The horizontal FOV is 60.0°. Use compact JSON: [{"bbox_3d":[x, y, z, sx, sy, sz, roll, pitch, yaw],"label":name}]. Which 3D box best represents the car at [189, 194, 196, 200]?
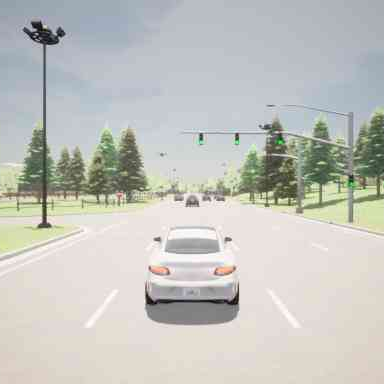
[{"bbox_3d":[0.134,1.406,92.894,1.837,1.490,4.892,0,0,0],"label":"car"}]

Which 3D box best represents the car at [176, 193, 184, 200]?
[{"bbox_3d":[-3.366,1.261,92.869,2.097,1.767,4.553,0,0,0],"label":"car"}]

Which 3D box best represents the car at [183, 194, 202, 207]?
[{"bbox_3d":[0.075,1.393,51.831,2.097,1.767,4.553,0,0,0],"label":"car"}]

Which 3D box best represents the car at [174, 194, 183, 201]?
[{"bbox_3d":[-3.381,1.609,82.862,1.994,1.385,4.181,0,0,0],"label":"car"}]

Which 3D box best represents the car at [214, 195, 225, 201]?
[{"bbox_3d":[7.119,1.582,82.464,2.128,1.511,4.902,0,0,0],"label":"car"}]

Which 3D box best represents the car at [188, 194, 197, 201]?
[{"bbox_3d":[0.119,1.413,82.861,2.097,1.767,4.553,0,0,0],"label":"car"}]

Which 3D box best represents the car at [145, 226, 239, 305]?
[{"bbox_3d":[0.018,1.532,7.958,1.812,1.442,4.674,0,0,0],"label":"car"}]

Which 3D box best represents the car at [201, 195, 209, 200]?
[{"bbox_3d":[3.634,1.446,92.889,2.033,1.411,5.357,0,0,0],"label":"car"}]

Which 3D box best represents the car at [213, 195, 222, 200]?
[{"bbox_3d":[7.134,1.458,92.884,1.994,1.385,4.181,0,0,0],"label":"car"}]

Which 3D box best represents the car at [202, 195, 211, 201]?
[{"bbox_3d":[3.619,1.413,82.856,2.097,1.767,4.553,0,0,0],"label":"car"}]
